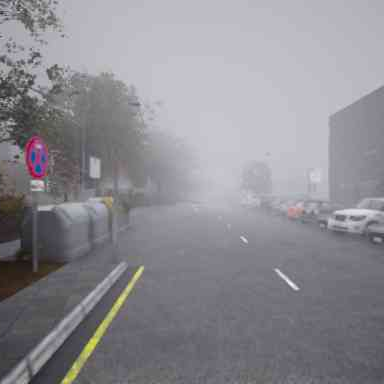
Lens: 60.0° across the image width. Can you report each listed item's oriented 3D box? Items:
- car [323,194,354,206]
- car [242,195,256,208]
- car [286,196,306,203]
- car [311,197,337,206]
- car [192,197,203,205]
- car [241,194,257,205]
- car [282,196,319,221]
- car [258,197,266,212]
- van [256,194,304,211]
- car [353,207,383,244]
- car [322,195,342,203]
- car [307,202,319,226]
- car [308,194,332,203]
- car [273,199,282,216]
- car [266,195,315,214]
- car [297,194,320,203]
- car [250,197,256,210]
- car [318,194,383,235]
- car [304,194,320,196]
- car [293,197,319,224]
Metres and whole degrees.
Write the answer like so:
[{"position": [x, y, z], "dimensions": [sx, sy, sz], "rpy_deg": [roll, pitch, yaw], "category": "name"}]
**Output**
[{"position": [29.126, 1.544, 66.353], "dimensions": [2.435, 2.045, 5.566], "rpy_deg": [0, 1, -21], "category": "car"}, {"position": [9.912, 1.623, 44.225], "dimensions": [5.366, 1.575, 1.946], "rpy_deg": [1, 0, -20], "category": "car"}, {"position": [25.978, 1.872, 83.243], "dimensions": [2.163, 1.488, 4.792], "rpy_deg": [0, -1, -21], "category": "car"}, {"position": [26.159, 1.810, 66.296], "dimensions": [2.163, 1.488, 4.792], "rpy_deg": [0, 1, -21], "category": "car"}, {"position": [1.039, 1.741, 63.113], "dimensions": [2.033, 1.411, 5.357], "rpy_deg": [0, 0, 5], "category": "car"}, {"position": [10.151, 1.399, 50.317], "dimensions": [5.566, 2.045, 2.435], "rpy_deg": [1, 0, -20], "category": "car"}, {"position": [9.898, 1.444, 26.261], "dimensions": [4.553, 1.767, 2.185], "rpy_deg": [1, 0, -19], "category": "car"}, {"position": [10.008, 1.599, 35.280], "dimensions": [5.008, 1.535, 2.097], "rpy_deg": [1, 0, -19], "category": "car"}, {"position": [10.154, 1.386, 38.325], "dimensions": [4.442, 1.987, 1.878], "rpy_deg": [1, 0, -20], "category": "van"}, {"position": [9.771, 1.571, 14.244], "dimensions": [4.792, 1.488, 2.163], "rpy_deg": [1, 0, -19], "category": "car"}, {"position": [35.059, 1.760, 83.418], "dimensions": [2.185, 1.767, 4.553], "rpy_deg": [1, -1, -21], "category": "car"}, {"position": [9.839, 1.584, 20.245], "dimensions": [4.792, 1.488, 2.163], "rpy_deg": [1, 0, -19], "category": "car"}, {"position": [32.063, 1.619, 83.314], "dimensions": [2.435, 2.045, 5.566], "rpy_deg": [1, -1, -21], "category": "car"}, {"position": [9.960, 1.620, 29.268], "dimensions": [4.674, 1.452, 2.002], "rpy_deg": [1, 0, -19], "category": "car"}, {"position": [10.023, 1.464, 32.277], "dimensions": [4.553, 1.767, 2.185], "rpy_deg": [1, 0, -20], "category": "car"}, {"position": [29.002, 1.605, 83.302], "dimensions": [2.435, 2.045, 5.566], "rpy_deg": [0, -1, -21], "category": "car"}, {"position": [10.071, 1.659, 41.282], "dimensions": [4.674, 1.452, 2.002], "rpy_deg": [1, 0, -20], "category": "car"}, {"position": [9.811, 1.296, 17.246], "dimensions": [5.566, 2.045, 2.435], "rpy_deg": [1, 0, -19], "category": "car"}, {"position": [23.244, 1.516, 66.205], "dimensions": [2.435, 2.045, 5.566], "rpy_deg": [0, 1, -21], "category": "car"}, {"position": [9.866, 1.436, 23.260], "dimensions": [4.553, 1.767, 2.185], "rpy_deg": [1, 0, -19], "category": "car"}]
